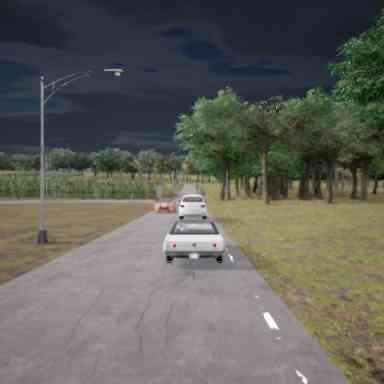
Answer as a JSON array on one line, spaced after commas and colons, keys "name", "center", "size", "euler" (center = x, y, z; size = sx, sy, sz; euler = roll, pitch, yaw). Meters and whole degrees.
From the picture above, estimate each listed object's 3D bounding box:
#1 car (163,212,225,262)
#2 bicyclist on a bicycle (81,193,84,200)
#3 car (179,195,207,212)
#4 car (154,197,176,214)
[{"name": "car", "center": [0.076, 1.632, 12.193], "size": [1.895, 1.301, 4.718], "euler": [0, 0, 0]}, {"name": "bicyclist on a bicycle", "center": [-23.485, 0.931, 71.449], "size": [0.582, 1.620, 1.656], "euler": [0, 1, -11]}, {"name": "car", "center": [0.074, 1.258, 28.065], "size": [2.150, 2.045, 5.566], "euler": [0, 0, 0]}, {"name": "car", "center": [-2.863, 1.370, 36.344], "size": [2.097, 1.767, 4.553], "euler": [0, 0, 0]}]
